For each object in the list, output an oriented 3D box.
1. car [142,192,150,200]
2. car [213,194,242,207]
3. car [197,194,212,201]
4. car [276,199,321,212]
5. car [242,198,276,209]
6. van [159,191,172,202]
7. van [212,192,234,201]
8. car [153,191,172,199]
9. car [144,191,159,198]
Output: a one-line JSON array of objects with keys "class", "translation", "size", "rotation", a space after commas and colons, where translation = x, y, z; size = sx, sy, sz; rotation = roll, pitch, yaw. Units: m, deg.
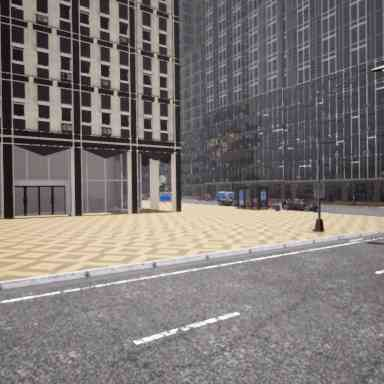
[{"class": "car", "translation": [-10.664, 1.034, 68.699], "size": [2.008, 1.369, 4.403], "rotation": [0, 1, -34]}, {"class": "car", "translation": [5.300, 1.314, 45.191], "size": [1.947, 1.339, 4.313], "rotation": [-1, 1, -34]}, {"class": "car", "translation": [2.664, 1.037, 64.027], "size": [1.802, 1.307, 4.206], "rotation": [-1, 1, -34]}, {"class": "car", "translation": [11.641, 1.418, 35.755], "size": [1.947, 1.339, 4.313], "rotation": [-1, 1, -34]}, {"class": "car", "translation": [8.453, 1.383, 40.463], "size": [1.802, 1.307, 4.206], "rotation": [-1, 1, -34]}, {"class": "van", "translation": [-4.260, 0.932, 59.305], "size": [1.690, 1.788, 3.998], "rotation": [-1, 1, -34]}, {"class": "van", "translation": [5.865, 0.849, 59.328], "size": [1.690, 1.788, 3.998], "rotation": [-1, 1, -34]}, {"class": "car", "translation": [-6.942, 0.608, 78.112], "size": [2.192, 1.841, 5.009], "rotation": [-1, 1, -34]}, {"class": "car", "translation": [-10.144, 0.680, 82.809], "size": [1.967, 1.590, 4.097], "rotation": [-1, 1, -34]}]
